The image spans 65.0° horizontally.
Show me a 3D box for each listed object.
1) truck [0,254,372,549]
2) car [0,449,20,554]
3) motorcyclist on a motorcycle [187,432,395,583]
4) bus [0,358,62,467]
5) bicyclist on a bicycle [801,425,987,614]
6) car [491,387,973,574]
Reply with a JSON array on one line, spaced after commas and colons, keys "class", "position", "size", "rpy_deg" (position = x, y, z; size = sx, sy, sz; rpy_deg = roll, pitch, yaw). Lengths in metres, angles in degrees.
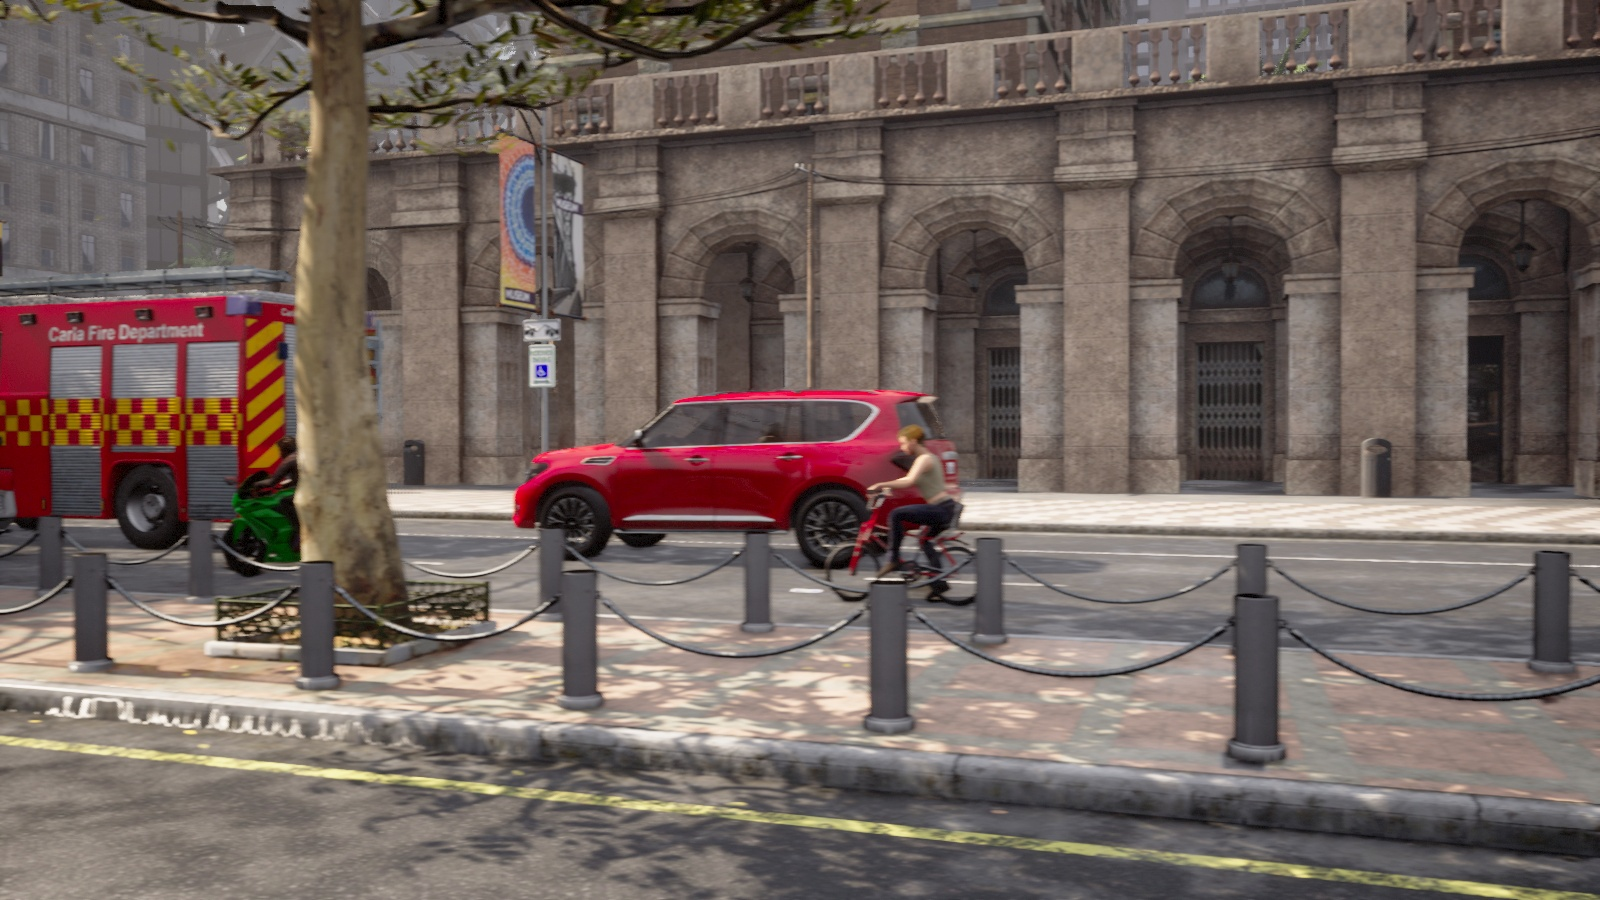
[{"class": "truck", "position": [-10.957, -0.684, 18.994], "size": [8.468, 3.827, 2.891], "rpy_deg": [1, 1, 19]}, {"class": "car", "position": [-12.374, 0.629, 15.722], "size": [4.718, 1.301, 1.895], "rpy_deg": [1, 1, 20]}, {"class": "motorcyclist on a motorcycle", "position": [-5.453, 0.573, 13.467], "size": [2.044, 1.523, 0.797], "rpy_deg": [1, 1, 19]}, {"class": "bus", "position": [-33.740, -1.433, 47.216], "size": [3.944, 4.253, 10.273], "rpy_deg": [1, 1, 18]}, {"class": "bicyclist on a bicycle", "position": [0.861, 0.585, 11.347], "size": [1.509, 1.612, 0.866], "rpy_deg": [1, 1, 18]}, {"class": "car", "position": [-0.822, 0.293, 15.599], "size": [5.566, 2.045, 2.150], "rpy_deg": [1, 1, 18]}]
